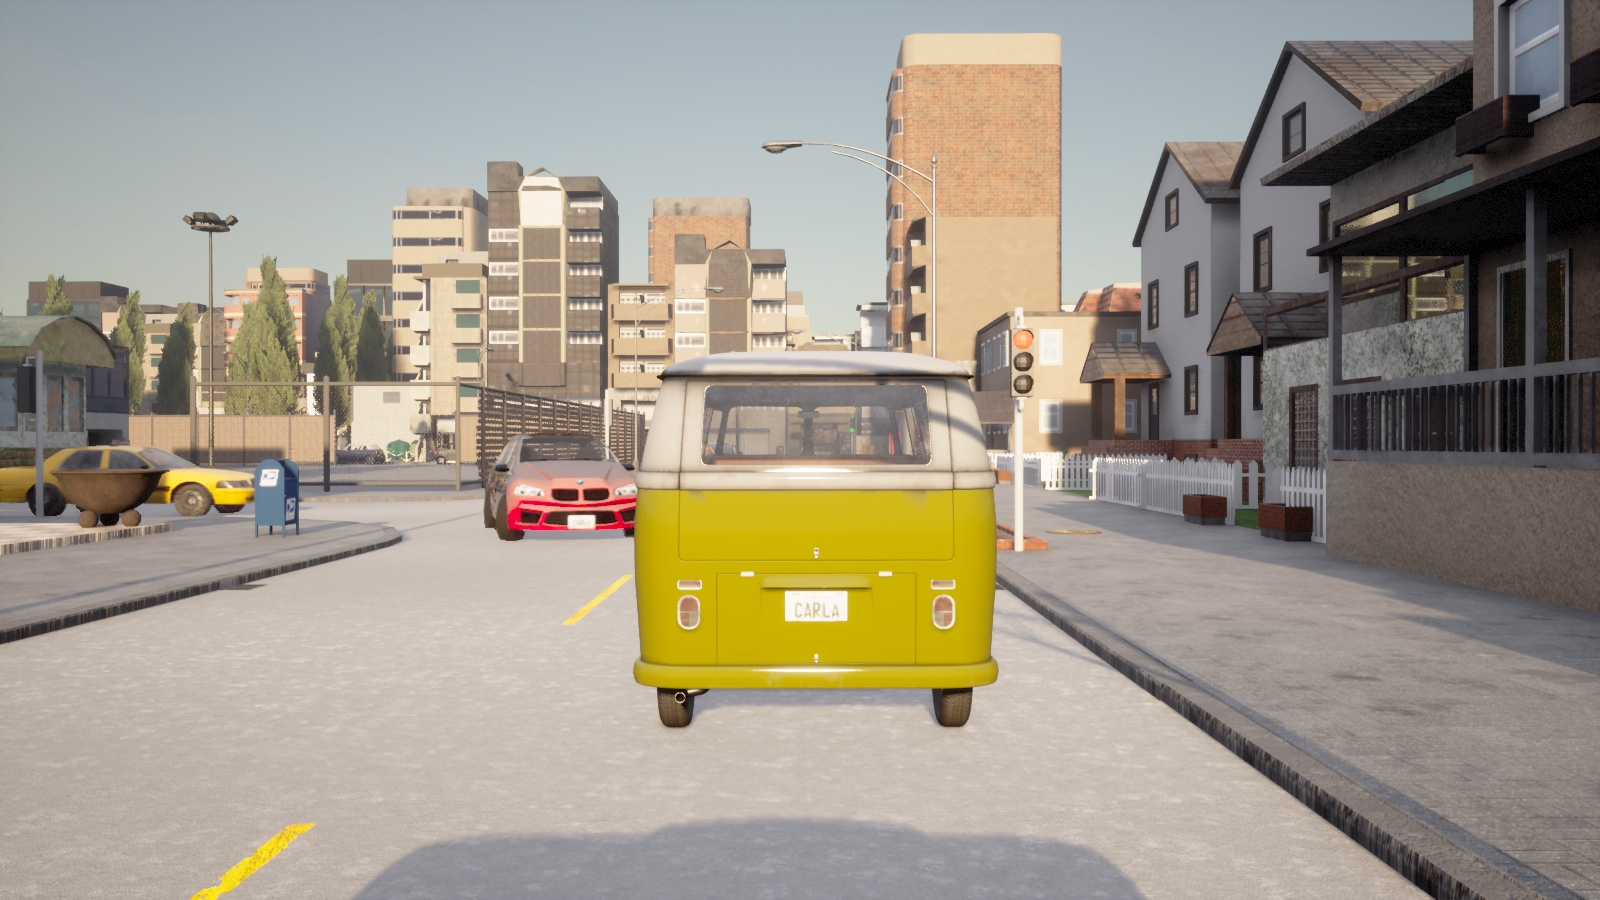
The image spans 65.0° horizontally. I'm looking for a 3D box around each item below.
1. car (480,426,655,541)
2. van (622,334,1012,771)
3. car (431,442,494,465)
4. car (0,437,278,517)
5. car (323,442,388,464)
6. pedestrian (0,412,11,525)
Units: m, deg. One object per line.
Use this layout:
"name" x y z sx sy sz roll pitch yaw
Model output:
"car" -3.973 0.470 20.763 2.242 1.667 4.611 0 0 -18
"van" 0.070 0.454 7.932 1.775 1.987 4.442 0 0 0
"car" -22.380 0.236 83.458 3.705 1.549 1.789 0 0 0
"car" -13.807 0.529 25.840 5.366 1.575 1.801 0 0 0
"car" -30.965 0.193 87.498 3.806 1.475 1.970 0 0 0
"pedestrian" -14.222 0.317 21.811 0.788 1.949 0.423 0 0 -16
